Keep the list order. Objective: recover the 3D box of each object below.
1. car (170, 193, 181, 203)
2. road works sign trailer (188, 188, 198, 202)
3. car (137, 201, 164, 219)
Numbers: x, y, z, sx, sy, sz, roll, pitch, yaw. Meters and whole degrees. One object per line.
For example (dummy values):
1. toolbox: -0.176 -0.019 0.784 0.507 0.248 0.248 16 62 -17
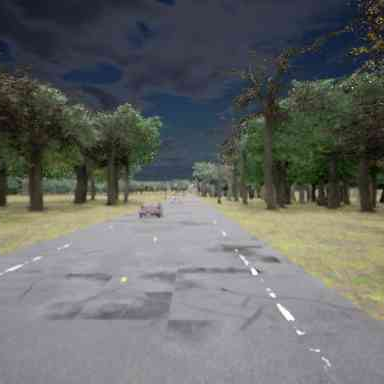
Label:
1. car: -3.512 1.328 71.144 2.150 2.045 5.566 0 0 0
2. road works sign trailer: 0.181 0.633 79.987 2.380 3.560 2.880 0 0 -8
3. car: -3.601 1.557 29.919 1.812 1.442 4.674 0 0 0
